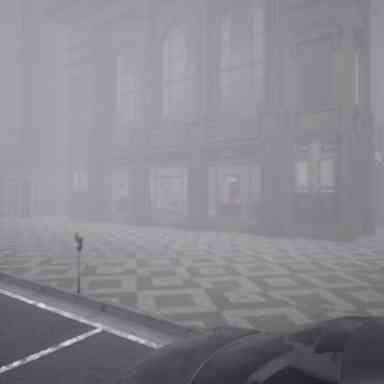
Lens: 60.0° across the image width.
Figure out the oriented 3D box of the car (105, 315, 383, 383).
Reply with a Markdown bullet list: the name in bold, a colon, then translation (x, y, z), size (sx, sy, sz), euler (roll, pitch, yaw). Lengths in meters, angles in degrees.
- **car**: translation (1.232, 1.566, 2.080), size (4.313, 1.339, 1.947), euler (0, 0, 35)
